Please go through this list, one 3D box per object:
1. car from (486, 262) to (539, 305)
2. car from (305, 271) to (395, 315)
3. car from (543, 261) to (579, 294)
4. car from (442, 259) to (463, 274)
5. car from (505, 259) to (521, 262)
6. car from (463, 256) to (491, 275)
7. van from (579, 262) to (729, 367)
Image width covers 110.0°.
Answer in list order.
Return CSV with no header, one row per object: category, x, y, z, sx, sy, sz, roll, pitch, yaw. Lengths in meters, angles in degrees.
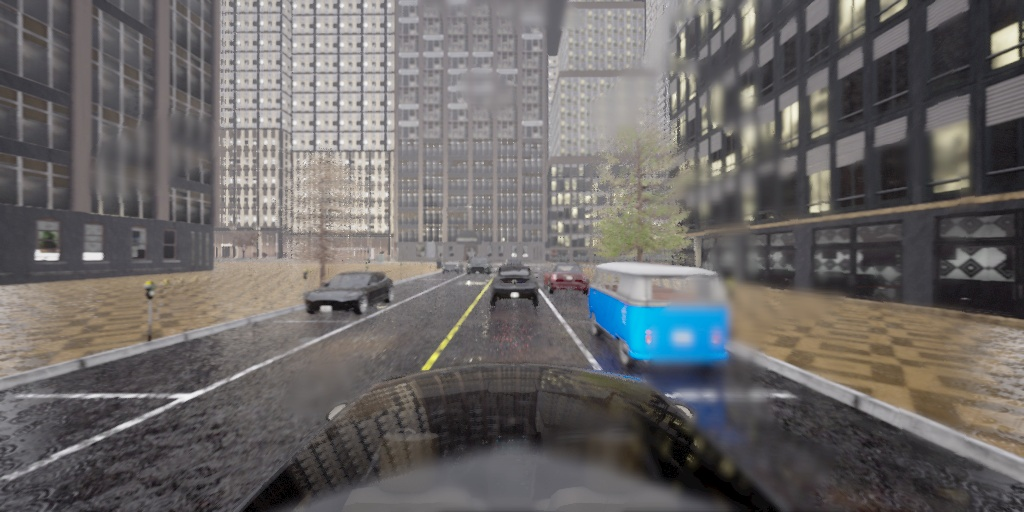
car,0.096,1.140,15.168,1.837,1.490,4.892,0,0,0
car,-5.692,1.220,13.162,1.948,1.339,4.313,0,0,0
car,2.688,1.046,18.797,1.967,1.591,4.097,0,0,0
car,-5.826,1.013,35.729,2.007,1.370,4.403,0,0,0
car,0.091,0.991,31.410,2.128,1.511,4.902,0,0,0
car,-3.018,0.829,33.793,2.097,1.767,4.553,0,1,0
van,2.691,1.042,7.514,1.690,1.789,3.998,0,0,0
